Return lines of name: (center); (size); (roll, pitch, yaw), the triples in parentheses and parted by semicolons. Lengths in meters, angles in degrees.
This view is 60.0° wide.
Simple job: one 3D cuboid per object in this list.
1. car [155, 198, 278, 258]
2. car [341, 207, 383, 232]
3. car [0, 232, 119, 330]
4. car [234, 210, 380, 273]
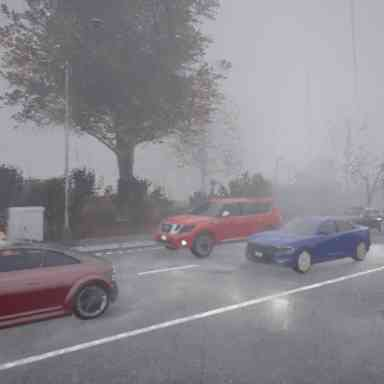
car: (1.263, 1.290, 13.442); (5.566, 2.045, 2.150); (0, 0, -35)
car: (9.566, 1.617, 19.400); (4.902, 1.511, 2.128); (0, 0, -36)
car: (-3.439, 1.569, 5.829); (4.181, 1.385, 1.994); (1, 0, -35)
car: (3.973, 1.551, 11.079); (5.008, 1.535, 1.882); (0, 0, -35)
